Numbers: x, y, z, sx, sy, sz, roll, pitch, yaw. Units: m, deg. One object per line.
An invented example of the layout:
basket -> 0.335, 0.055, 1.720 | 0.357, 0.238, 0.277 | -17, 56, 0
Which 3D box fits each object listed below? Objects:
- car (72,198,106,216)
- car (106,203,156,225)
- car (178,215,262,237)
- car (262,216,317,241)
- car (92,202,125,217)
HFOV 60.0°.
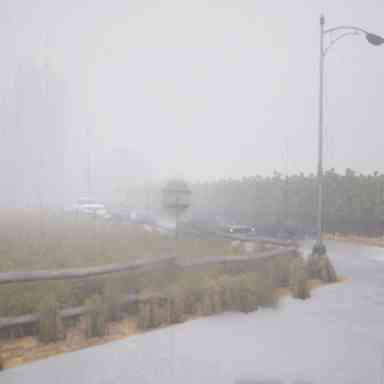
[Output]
car -> -10.784, 1.641, 34.611 | 2.150, 2.045, 5.566 | 1, -1, -35
car -> -4.643, 1.754, 25.995 | 2.097, 1.767, 4.553 | 1, -1, -36
car -> 1.210, 1.945, 17.827 | 1.895, 1.301, 4.718 | 1, -1, -36
car -> 4.555, 2.006, 18.820 | 1.895, 1.301, 4.718 | 1, -1, -36
car -> -9.847, 1.978, 38.864 | 2.128, 1.511, 4.902 | 1, -1, -36
